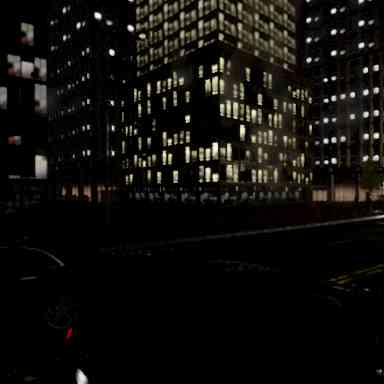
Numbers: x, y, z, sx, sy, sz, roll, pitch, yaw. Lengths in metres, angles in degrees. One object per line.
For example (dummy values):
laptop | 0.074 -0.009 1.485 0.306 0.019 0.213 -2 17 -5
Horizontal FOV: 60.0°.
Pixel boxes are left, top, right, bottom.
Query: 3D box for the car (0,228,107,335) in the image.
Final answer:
car | -3.673 1.510 5.106 4.892 1.490 1.837 0 0 -36

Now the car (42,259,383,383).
car | 0.689 1.552 4.004 4.181 1.385 1.994 0 0 -36

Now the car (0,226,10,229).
car | -5.796 1.500 7.582 4.902 1.511 2.128 0 0 -36
